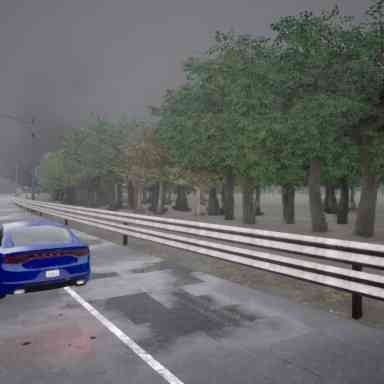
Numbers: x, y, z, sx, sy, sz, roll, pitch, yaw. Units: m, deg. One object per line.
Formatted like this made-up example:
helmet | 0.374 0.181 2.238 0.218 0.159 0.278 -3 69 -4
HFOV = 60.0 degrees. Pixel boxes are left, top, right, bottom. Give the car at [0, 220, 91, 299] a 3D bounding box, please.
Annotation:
car | -4.204 1.478 8.671 1.882 1.535 5.008 0 0 -35
